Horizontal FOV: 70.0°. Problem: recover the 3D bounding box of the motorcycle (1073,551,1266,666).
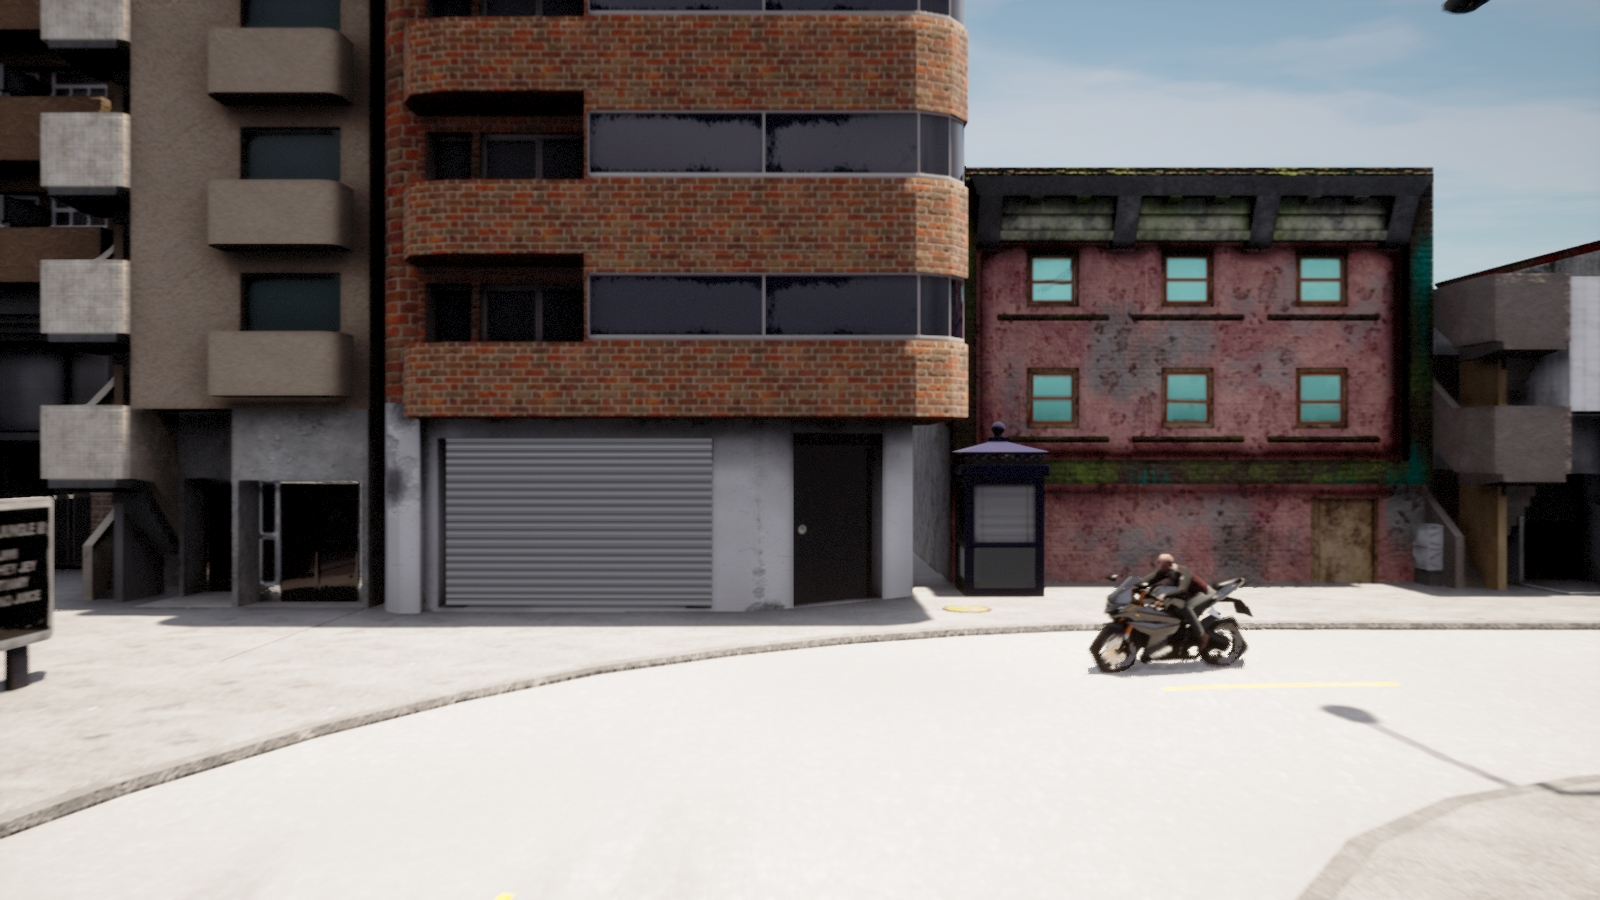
[{"bbox_3d":[4.701,1.987,14.574,2.209,1.251,0.867,0,1,-15],"label":"motorcycle"}]
